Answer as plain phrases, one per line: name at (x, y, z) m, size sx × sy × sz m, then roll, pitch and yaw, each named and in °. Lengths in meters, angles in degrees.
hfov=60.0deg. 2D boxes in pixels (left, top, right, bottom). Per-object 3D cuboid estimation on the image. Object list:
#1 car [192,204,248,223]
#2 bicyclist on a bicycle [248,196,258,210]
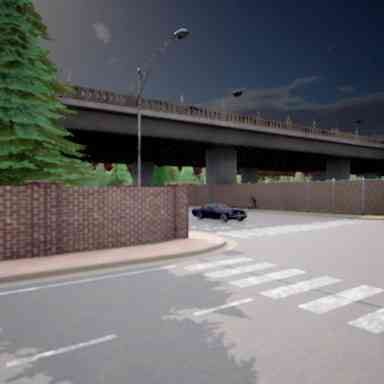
car at (2.074, 1.586, 25.622) m, size 1.895 × 1.301 × 4.718 m, roll 0°, pitch 0°, yaw -35°
bicyclist on a bicycle at (6.912, 1.239, 37.758) m, size 1.656 × 1.620 × 0.582 m, roll -1°, pitch 0°, yaw -35°
